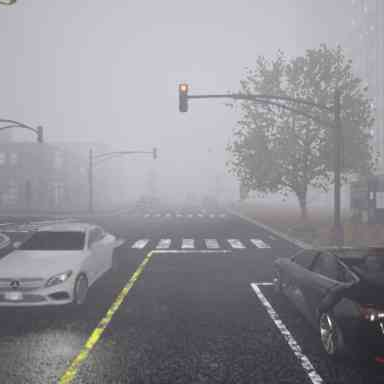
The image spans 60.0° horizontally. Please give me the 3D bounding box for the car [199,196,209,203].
[{"bbox_3d":[2.577,1.572,71.509,1.947,1.339,4.313,0,0,0],"label":"car"}]

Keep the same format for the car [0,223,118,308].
[{"bbox_3d":[-3.049,1.526,8.034,1.812,1.442,4.674,0,0,0],"label":"car"}]

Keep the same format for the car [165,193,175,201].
[{"bbox_3d":[-5.831,1.324,88.145,2.192,1.841,5.009,0,0,0],"label":"car"}]

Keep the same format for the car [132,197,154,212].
[{"bbox_3d":[-5.749,1.584,38.186,1.802,1.307,4.206,0,0,0],"label":"car"}]

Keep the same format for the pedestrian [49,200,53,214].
[{"bbox_3d":[-12.798,1.319,30.178,0.375,1.300,0.375,0,-1,-1],"label":"pedestrian"}]

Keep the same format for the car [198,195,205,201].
[{"bbox_3d":[2.549,1.534,88.332,1.752,1.417,4.829,0,0,0],"label":"car"}]

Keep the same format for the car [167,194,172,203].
[{"bbox_3d":[-5.804,1.532,71.322,1.752,1.417,4.829,0,0,0],"label":"car"}]

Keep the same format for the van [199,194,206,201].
[{"bbox_3d":[2.560,1.349,82.611,1.690,1.788,3.998,0,0,0],"label":"van"}]

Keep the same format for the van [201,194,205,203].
[{"bbox_3d":[2.614,1.345,49.305,1.690,1.788,3.998,0,0,0],"label":"van"}]

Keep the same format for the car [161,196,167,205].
[{"bbox_3d":[-5.776,1.555,54.839,2.008,1.369,4.403,0,0,0],"label":"car"}]

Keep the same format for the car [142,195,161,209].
[{"bbox_3d":[-5.757,1.318,43.737,2.192,1.841,5.009,0,0,0],"label":"car"}]

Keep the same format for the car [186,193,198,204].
[{"bbox_3d":[-0.010,1.228,62.796,2.150,2.045,5.566,0,0,0],"label":"car"}]

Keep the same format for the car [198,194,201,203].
[{"bbox_3d":[2.595,1.556,60.407,2.008,1.369,4.403,0,0,0],"label":"car"}]

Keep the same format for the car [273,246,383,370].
[{"bbox_3d":[2.686,1.566,5.724,1.947,1.339,4.313,0,0,0],"label":"car"}]

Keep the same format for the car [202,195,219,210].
[{"bbox_3d":[2.622,1.528,43.923,1.752,1.417,4.829,0,0,0],"label":"car"}]

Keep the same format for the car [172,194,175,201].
[{"bbox_3d":[-5.822,1.558,82.594,2.008,1.369,4.403,0,0,0],"label":"car"}]
